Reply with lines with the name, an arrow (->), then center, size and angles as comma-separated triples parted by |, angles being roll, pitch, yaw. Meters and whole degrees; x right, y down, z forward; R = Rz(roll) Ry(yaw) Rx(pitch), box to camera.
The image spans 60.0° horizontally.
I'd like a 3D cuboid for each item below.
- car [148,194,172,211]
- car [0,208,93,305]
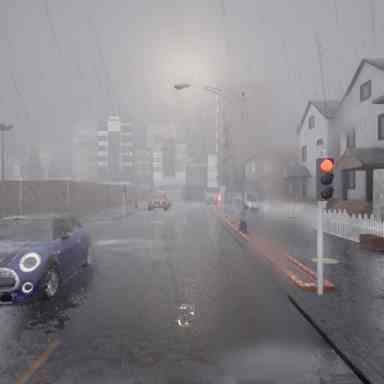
car -> -4.079, 1.221, 41.202 | 2.150, 2.045, 5.566 | 0, 0, 0
car -> -3.988, 1.352, 8.250 | 2.097, 1.767, 4.553 | 0, 0, -3
